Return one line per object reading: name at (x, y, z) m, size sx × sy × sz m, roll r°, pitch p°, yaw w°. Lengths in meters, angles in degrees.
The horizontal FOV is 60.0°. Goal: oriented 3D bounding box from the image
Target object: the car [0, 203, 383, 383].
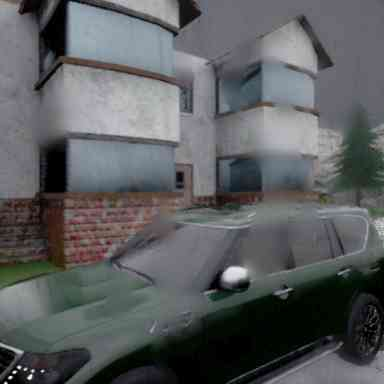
car at (0.417, 1.209, 4.269) m, size 5.566 × 2.045 × 2.150 m, roll 0°, pitch 0°, yaw -35°
